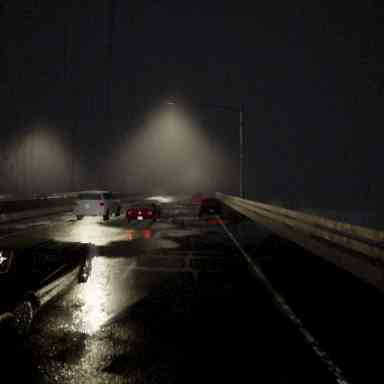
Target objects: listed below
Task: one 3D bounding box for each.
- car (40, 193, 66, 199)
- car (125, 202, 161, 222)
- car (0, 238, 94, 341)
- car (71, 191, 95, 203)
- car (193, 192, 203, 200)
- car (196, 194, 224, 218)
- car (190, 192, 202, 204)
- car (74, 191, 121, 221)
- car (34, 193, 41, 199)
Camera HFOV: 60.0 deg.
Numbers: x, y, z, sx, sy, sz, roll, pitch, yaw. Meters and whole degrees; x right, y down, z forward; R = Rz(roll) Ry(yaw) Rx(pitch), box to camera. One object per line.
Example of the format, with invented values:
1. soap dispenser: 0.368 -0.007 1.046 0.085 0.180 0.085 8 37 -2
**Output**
1. car: -20.301 1.012 49.915 1.895 1.301 4.718 0 1 2
2. car: -3.223 1.318 23.054 1.895 1.301 4.718 0 1 1
3. car: -3.378 1.520 6.293 1.895 1.301 4.718 0 1 0
4. car: -16.755 0.748 51.276 2.097 1.767 4.553 0 1 2
5. car: 1.279 0.731 65.384 1.882 1.535 5.008 0 1 2
6. car: 1.446 1.156 26.371 1.882 1.535 5.008 0 1 1
7. car: 0.727 0.910 47.871 1.882 1.535 5.008 0 1 2
8. car: -6.707 0.927 24.124 2.150 2.045 5.566 0 1 1
9. car: -23.674 0.875 53.607 1.837 1.490 4.892 0 1 2
